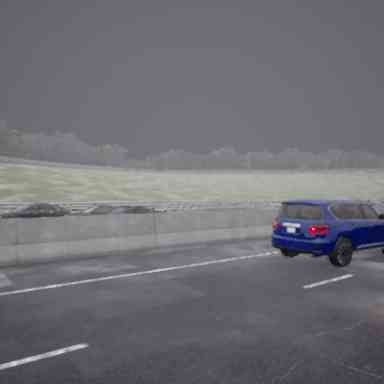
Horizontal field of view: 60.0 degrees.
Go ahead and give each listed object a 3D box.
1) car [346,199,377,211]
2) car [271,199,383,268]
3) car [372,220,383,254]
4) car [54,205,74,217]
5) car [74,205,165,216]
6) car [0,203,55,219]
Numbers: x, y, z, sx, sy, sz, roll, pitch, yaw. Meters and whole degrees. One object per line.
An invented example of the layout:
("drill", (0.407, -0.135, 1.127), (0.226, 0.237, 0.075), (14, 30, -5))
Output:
("car", (23.889, 1.788, 46.806), (4.892, 1.490, 1.837), (0, 0, -35))
("car", (5.228, 1.276, 11.776), (5.566, 2.045, 2.150), (0, 0, -36))
("car", (7.192, 1.545, 8.878), (4.902, 1.511, 2.128), (0, 0, -36))
("car", (-5.965, 1.560, 21.233), (4.674, 1.442, 1.812), (0, 0, -36))
("car", (-3.683, 1.541, 18.562), (4.892, 1.490, 1.837), (0, 0, -35))
("car", (-10.578, 1.523, 22.241), (4.892, 1.490, 1.837), (0, 0, -35))
